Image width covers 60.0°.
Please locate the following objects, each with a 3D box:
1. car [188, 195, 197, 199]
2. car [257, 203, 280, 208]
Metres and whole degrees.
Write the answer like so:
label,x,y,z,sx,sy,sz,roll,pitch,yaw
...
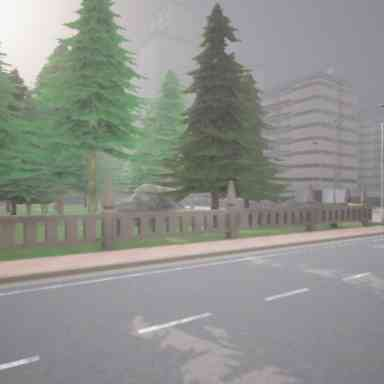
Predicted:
label,x,y,z,sx,sy,sz,roll,pitch,yaw
car,-1.783,1.730,71.472,2.150,2.045,5.566,1,-1,-35
car,9.691,1.943,43.136,1.812,1.442,4.674,1,0,-35
